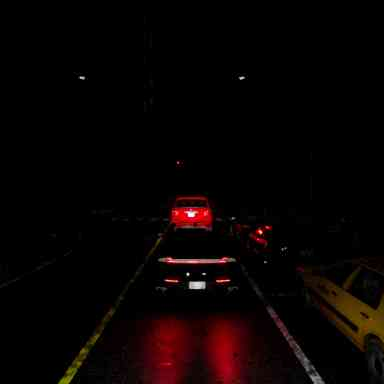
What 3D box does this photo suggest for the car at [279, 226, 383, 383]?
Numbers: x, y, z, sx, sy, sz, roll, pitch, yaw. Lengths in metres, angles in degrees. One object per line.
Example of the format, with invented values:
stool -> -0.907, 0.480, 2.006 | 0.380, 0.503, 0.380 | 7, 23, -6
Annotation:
car -> 2.861, 1.524, 4.908 | 1.752, 1.417, 4.829 | -1, 0, 0

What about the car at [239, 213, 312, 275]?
car -> 2.855, 1.562, 10.325 | 1.947, 1.339, 4.313 | -1, 0, 0

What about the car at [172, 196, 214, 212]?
car -> 0.047, 1.214, 18.843 | 2.150, 2.045, 5.566 | 0, 0, 2

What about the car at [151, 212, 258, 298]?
car -> 0.090, 1.489, 8.495 | 2.128, 1.511, 4.902 | 0, 0, 0

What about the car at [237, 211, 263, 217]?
car -> 2.850, 1.576, 15.910 | 1.802, 1.307, 4.206 | -1, 0, 0

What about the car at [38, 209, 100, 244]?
car -> -5.696, 1.539, 15.898 | 1.887, 1.381, 4.507 | -1, 0, 0
